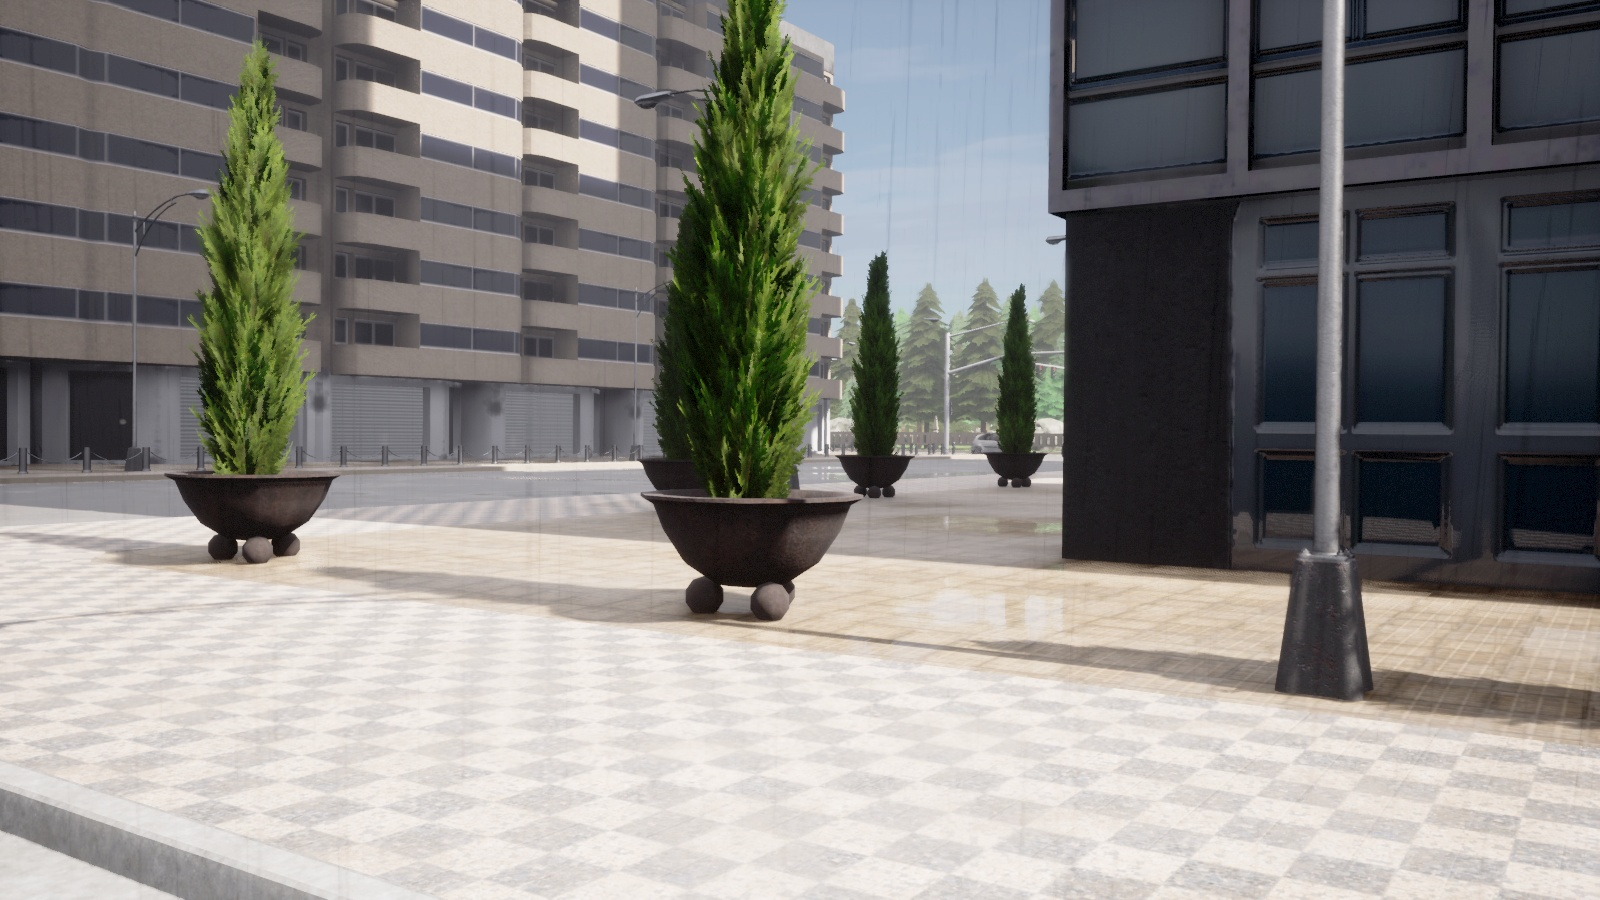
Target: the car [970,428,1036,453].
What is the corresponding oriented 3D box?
[{"bbox_3d":[13.640,-0.658,84.437,3.988,1.617,1.851,-1,1,34],"label":"car"}]
